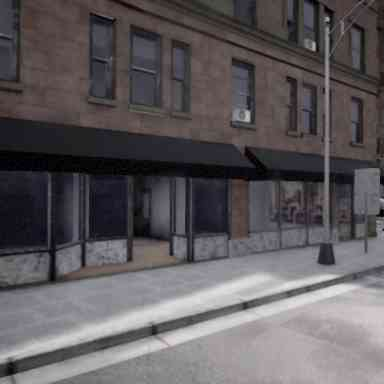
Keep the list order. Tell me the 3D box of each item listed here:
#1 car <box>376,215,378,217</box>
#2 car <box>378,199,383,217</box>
[{"bbox_3d":[12.097,1.537,27.156,1.895,1.301,4.718,0,1,-35],"label":"car"},{"bbox_3d":[15.582,1.330,27.915,2.097,1.767,4.553,0,1,-36],"label":"car"}]
